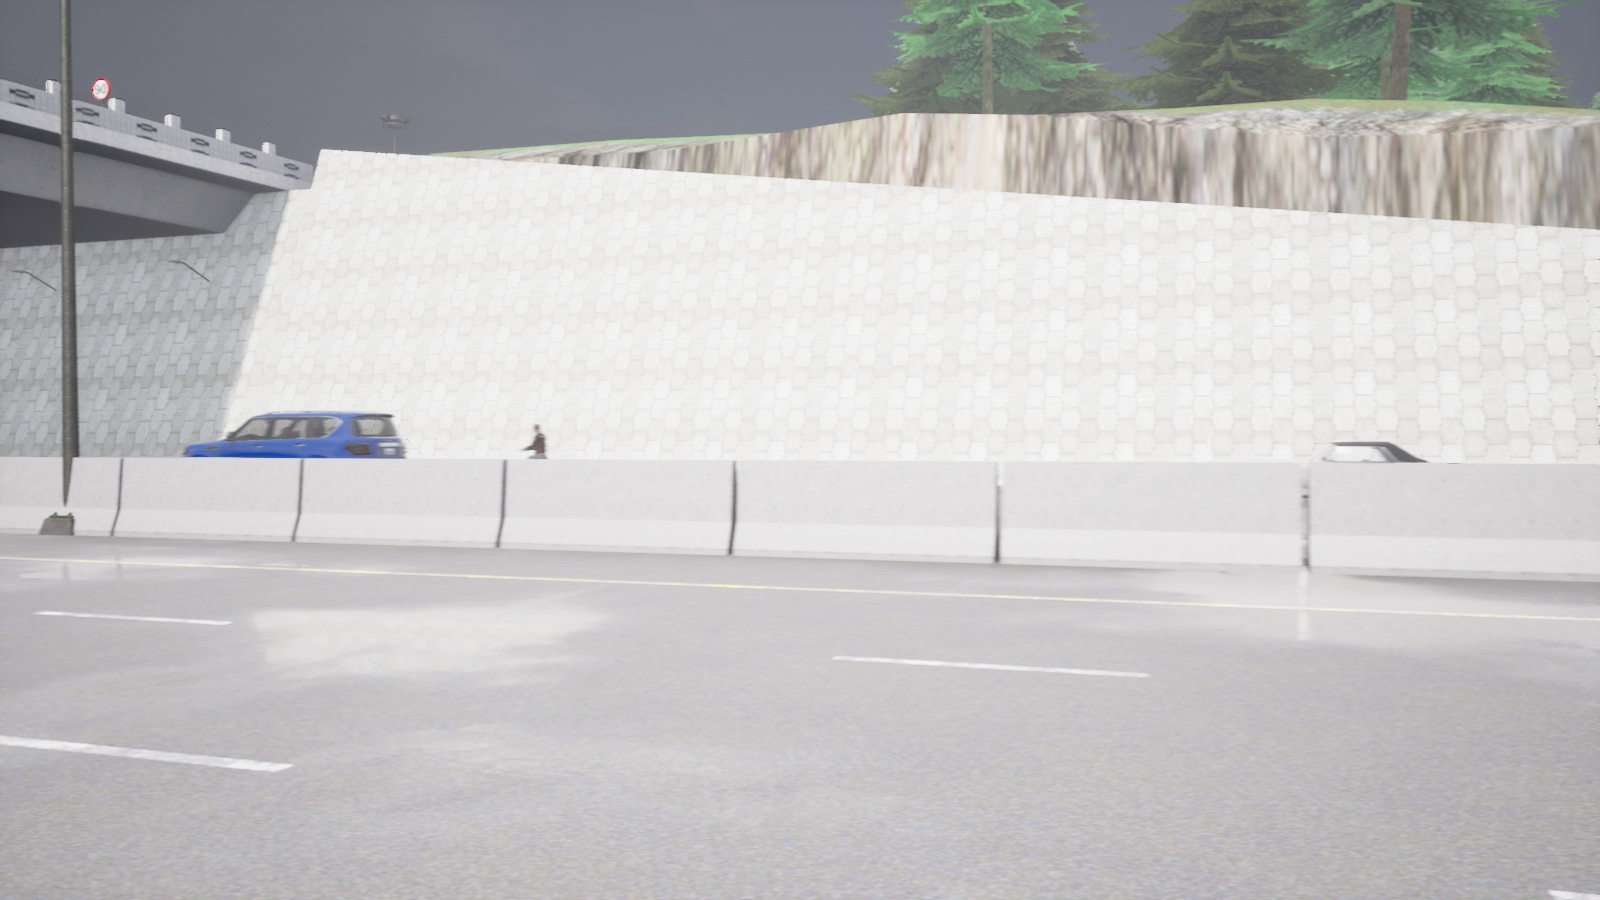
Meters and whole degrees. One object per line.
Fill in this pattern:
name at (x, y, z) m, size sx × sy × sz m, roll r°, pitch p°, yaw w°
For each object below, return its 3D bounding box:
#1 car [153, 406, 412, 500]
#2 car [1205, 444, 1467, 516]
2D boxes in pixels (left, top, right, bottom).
car at (-12.116, 0.029, 29.420) m, size 5.566 × 2.045 × 2.150 m, roll 1°, pitch 1°, yaw 19°
car at (10.698, 0.560, 25.442) m, size 4.718 × 1.301 × 1.895 m, roll 1°, pitch 1°, yaw 19°
